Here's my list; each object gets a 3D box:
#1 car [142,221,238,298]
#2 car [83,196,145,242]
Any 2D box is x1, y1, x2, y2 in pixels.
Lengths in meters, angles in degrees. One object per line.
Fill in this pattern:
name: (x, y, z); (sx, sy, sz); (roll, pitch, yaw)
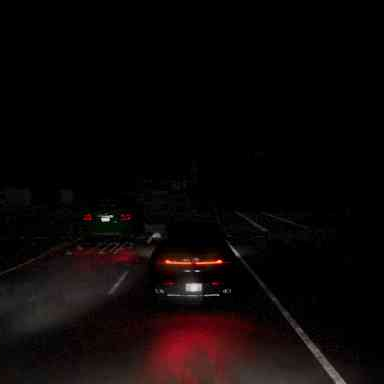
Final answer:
car: (0.000, 1.505, 8.526); (1.837, 1.490, 4.892); (0, 0, -1)
car: (-3.673, 1.226, 16.483); (2.150, 2.045, 5.566); (0, 0, -2)
